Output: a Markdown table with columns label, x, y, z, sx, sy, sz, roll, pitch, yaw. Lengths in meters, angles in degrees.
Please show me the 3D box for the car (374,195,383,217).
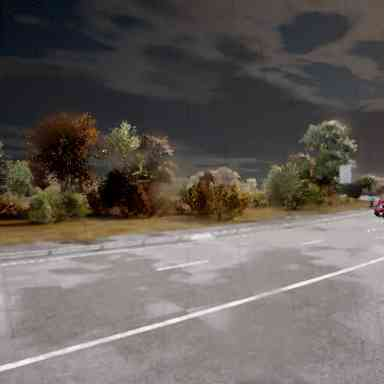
| label | x | y | z | sx | sy | sz | roll | pitch | yaw |
| --- | --- | --- | --- | --- | --- | --- | --- | --- | --- |
| car | 18.795 | 1.236 | 31.188 | 2.150 | 2.045 | 5.566 | 0 | 0 | 41 |
